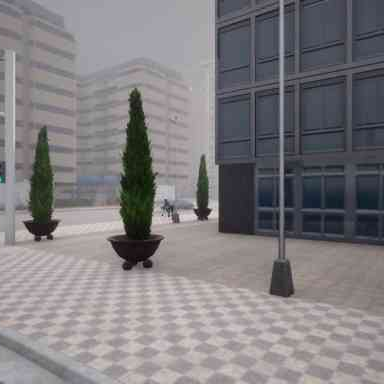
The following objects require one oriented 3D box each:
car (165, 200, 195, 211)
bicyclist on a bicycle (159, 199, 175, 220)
[{"bbox_3d":[-1.397,1.619,40.895,1.994,1.385,4.181,0,0,35],"label":"car"},{"bbox_3d":[-1.908,1.356,25.824,1.656,1.620,0.582,0,0,35],"label":"bicyclist on a bicycle"}]
